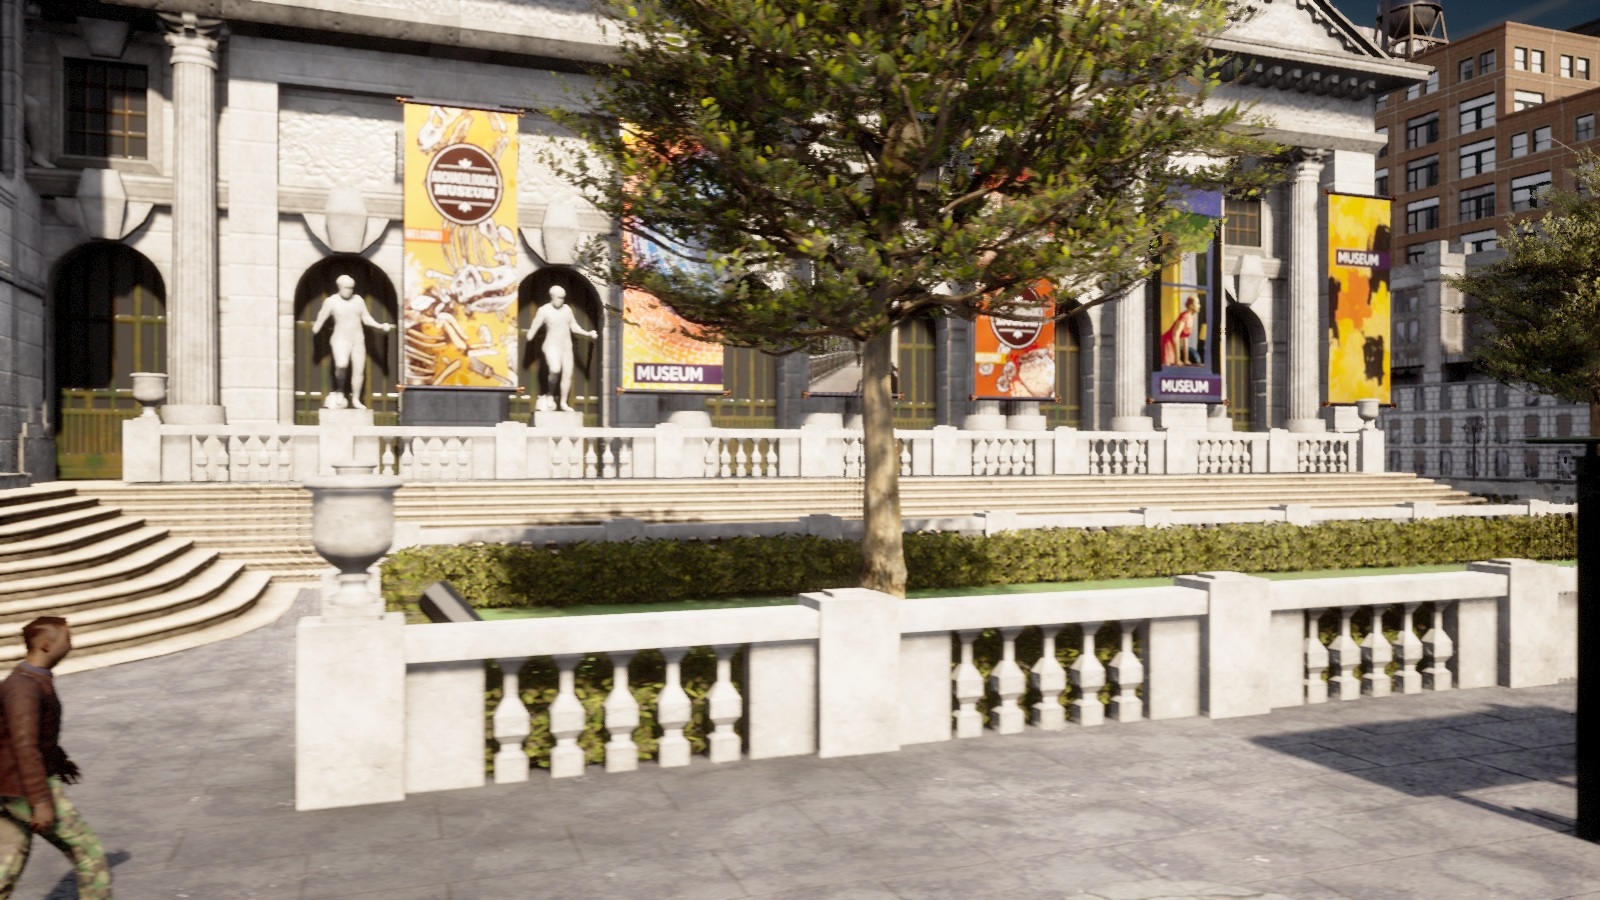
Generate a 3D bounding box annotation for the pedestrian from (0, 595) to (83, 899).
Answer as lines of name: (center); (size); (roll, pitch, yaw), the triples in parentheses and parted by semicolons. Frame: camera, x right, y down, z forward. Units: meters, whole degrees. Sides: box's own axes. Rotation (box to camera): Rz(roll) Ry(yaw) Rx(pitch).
pedestrian: (-3.872, 1.696, 5.767); (0.375, 1.860, 0.375); (0, 0, -40)
